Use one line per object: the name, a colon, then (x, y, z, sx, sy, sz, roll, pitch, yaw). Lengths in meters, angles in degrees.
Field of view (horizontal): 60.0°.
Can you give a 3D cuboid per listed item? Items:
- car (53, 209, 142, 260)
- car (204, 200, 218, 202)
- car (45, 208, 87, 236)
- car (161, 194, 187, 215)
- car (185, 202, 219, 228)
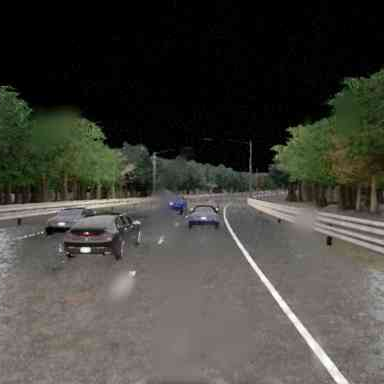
car: (-3.139, 1.503, 12.470, 1.837, 1.490, 4.892, 0, 0, 2)
car: (2.311, 1.620, 40.607, 1.994, 1.385, 4.181, 0, 0, 6)
car: (-6.390, 1.563, 18.535, 1.994, 1.385, 4.181, 0, 0, 3)
car: (-1.776, 1.256, 34.862, 2.150, 2.045, 5.566, 0, 0, 5)
car: (0.827, 1.578, 22.434, 1.994, 1.385, 4.181, 0, 0, 3)
